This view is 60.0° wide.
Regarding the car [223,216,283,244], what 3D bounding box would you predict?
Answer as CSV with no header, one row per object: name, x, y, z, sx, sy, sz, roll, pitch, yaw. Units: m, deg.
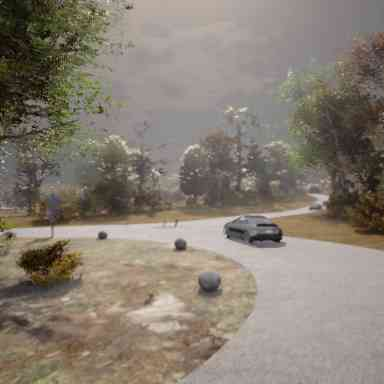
car,3.309,2.012,18.663,1.994,1.385,4.181,0,-1,-17

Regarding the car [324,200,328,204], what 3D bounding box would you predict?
car,33.491,2.605,82.054,1.837,1.490,4.892,-1,1,27

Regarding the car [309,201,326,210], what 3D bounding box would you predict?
car,24.885,2.919,66.672,1.994,1.385,4.181,-1,0,31
